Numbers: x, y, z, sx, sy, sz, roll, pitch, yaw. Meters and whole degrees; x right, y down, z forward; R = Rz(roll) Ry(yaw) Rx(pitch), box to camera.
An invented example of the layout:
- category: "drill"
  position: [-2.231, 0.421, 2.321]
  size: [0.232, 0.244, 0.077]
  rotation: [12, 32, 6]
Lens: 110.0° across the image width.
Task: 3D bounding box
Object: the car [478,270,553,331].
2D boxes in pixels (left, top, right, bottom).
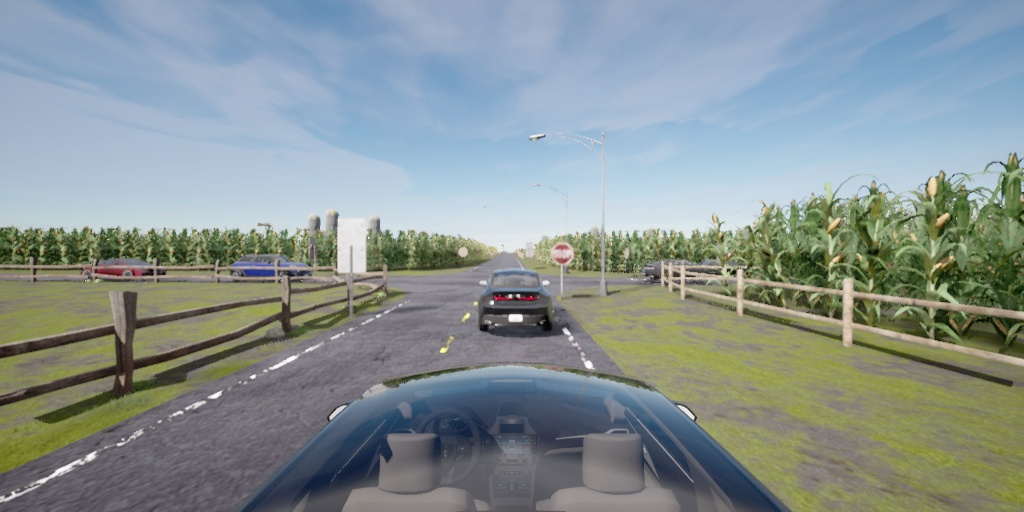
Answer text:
- category: "car"
  position: [0.080, 1.131, 10.492]
  size: [1.837, 1.490, 4.892]
  rotation: [0, 1, 0]

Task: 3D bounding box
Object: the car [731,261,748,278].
- category: "car"
  position: [14.712, 1.001, 26.295]
  size: [5.008, 1.535, 1.882]
  rotation: [0, 0, 0]

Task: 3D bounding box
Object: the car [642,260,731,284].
- category: "car"
  position: [11.057, 1.002, 23.391]
  size: [4.902, 1.511, 2.128]
  rotation: [0, 0, -1]

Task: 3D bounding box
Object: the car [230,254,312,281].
- category: "car"
  position: [-15.664, 0.695, 23.516]
  size: [4.553, 1.767, 2.097]
  rotation: [0, 0, 2]

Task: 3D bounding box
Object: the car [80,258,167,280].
- category: "car"
  position: [-25.502, 0.852, 23.648]
  size: [4.181, 1.385, 1.994]
  rotation: [0, 0, 1]
